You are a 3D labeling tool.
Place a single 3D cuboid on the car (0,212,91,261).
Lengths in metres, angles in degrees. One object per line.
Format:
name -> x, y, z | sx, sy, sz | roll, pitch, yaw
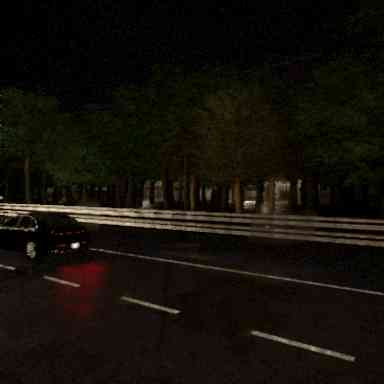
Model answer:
car -> -5.794, 1.507, 12.305 | 4.892, 1.490, 1.837 | 0, 0, 36
